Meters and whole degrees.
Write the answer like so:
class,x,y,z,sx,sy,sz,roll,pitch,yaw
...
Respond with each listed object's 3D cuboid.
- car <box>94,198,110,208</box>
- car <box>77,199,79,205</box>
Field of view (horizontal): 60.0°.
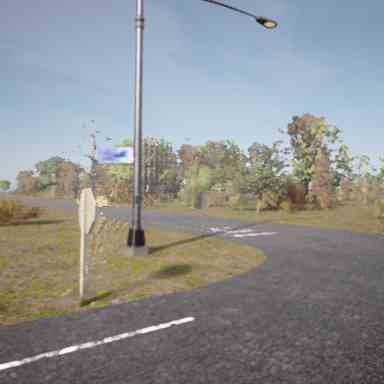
class,x,y,z,sx,sy,sz,roll,pitch,yaw
car,-14.457,1.622,52.214,1.882,1.535,5.008,1,-1,-33
car,-19.010,1.612,58.972,1.882,1.535,5.008,1,-1,-34
